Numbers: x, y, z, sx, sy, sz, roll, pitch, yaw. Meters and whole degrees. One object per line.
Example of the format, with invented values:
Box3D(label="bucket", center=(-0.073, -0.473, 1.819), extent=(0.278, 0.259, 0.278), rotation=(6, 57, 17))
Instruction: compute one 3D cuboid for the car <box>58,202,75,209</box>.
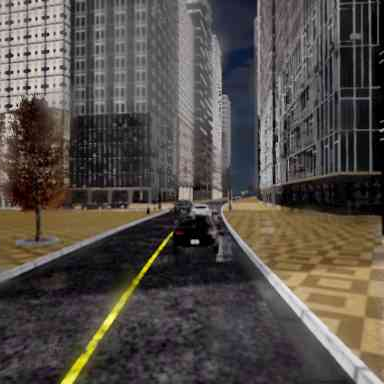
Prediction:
Box3D(label="car", center=(-24.709, 2.624, 64.300), extent=(4.313, 1.339, 1.947), rotation=(-1, 0, 13))

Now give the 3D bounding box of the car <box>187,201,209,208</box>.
Box3D(label="car", center=(0.803, 1.790, 29.286), extent=(1.812, 1.442, 4.674), rotation=(0, 0, 3))

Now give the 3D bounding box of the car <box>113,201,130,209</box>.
Box3D(label="car", center=(-13.758, 2.387, 61.733), extent=(4.403, 1.369, 2.008), rotation=(-1, 0, 13))

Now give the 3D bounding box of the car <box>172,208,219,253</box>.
Box3D(label="car", center=(0.179, 1.658, 14.355), extent=(1.812, 1.442, 4.674), rotation=(0, 0, 2))

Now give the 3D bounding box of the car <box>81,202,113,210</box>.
Box3D(label="car", center=(-15.672, 2.280, 53.575), extent=(4.403, 1.369, 2.008), rotation=(-1, 0, 13))

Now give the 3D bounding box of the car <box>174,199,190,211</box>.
Box3D(label="car", center=(-1.128, 1.737, 44.396), extent=(2.097, 1.767, 4.553), rotation=(0, 0, 5))
